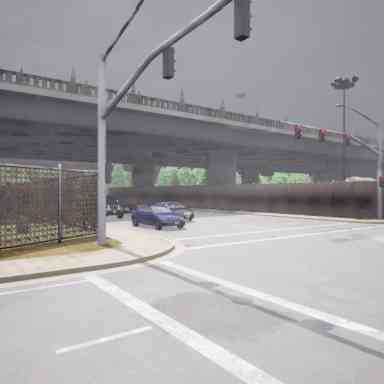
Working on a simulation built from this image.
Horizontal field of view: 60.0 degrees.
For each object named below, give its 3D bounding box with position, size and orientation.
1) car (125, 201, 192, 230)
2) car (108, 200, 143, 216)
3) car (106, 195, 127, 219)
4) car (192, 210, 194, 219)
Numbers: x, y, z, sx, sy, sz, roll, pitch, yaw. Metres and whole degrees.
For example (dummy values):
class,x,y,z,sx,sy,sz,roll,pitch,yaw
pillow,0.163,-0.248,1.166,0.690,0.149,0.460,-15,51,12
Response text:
class,x,y,z,sx,sy,sz,roll,pitch,yaw
car,-2.330,1.581,21.677,1.812,1.442,4.674,0,0,-38
car,-6.903,1.619,34.068,1.994,1.385,4.181,0,0,-36
car,-7.988,1.277,29.557,2.150,2.045,5.566,0,0,-36
car,-1.729,1.547,26.817,2.128,1.511,4.902,0,0,-36
